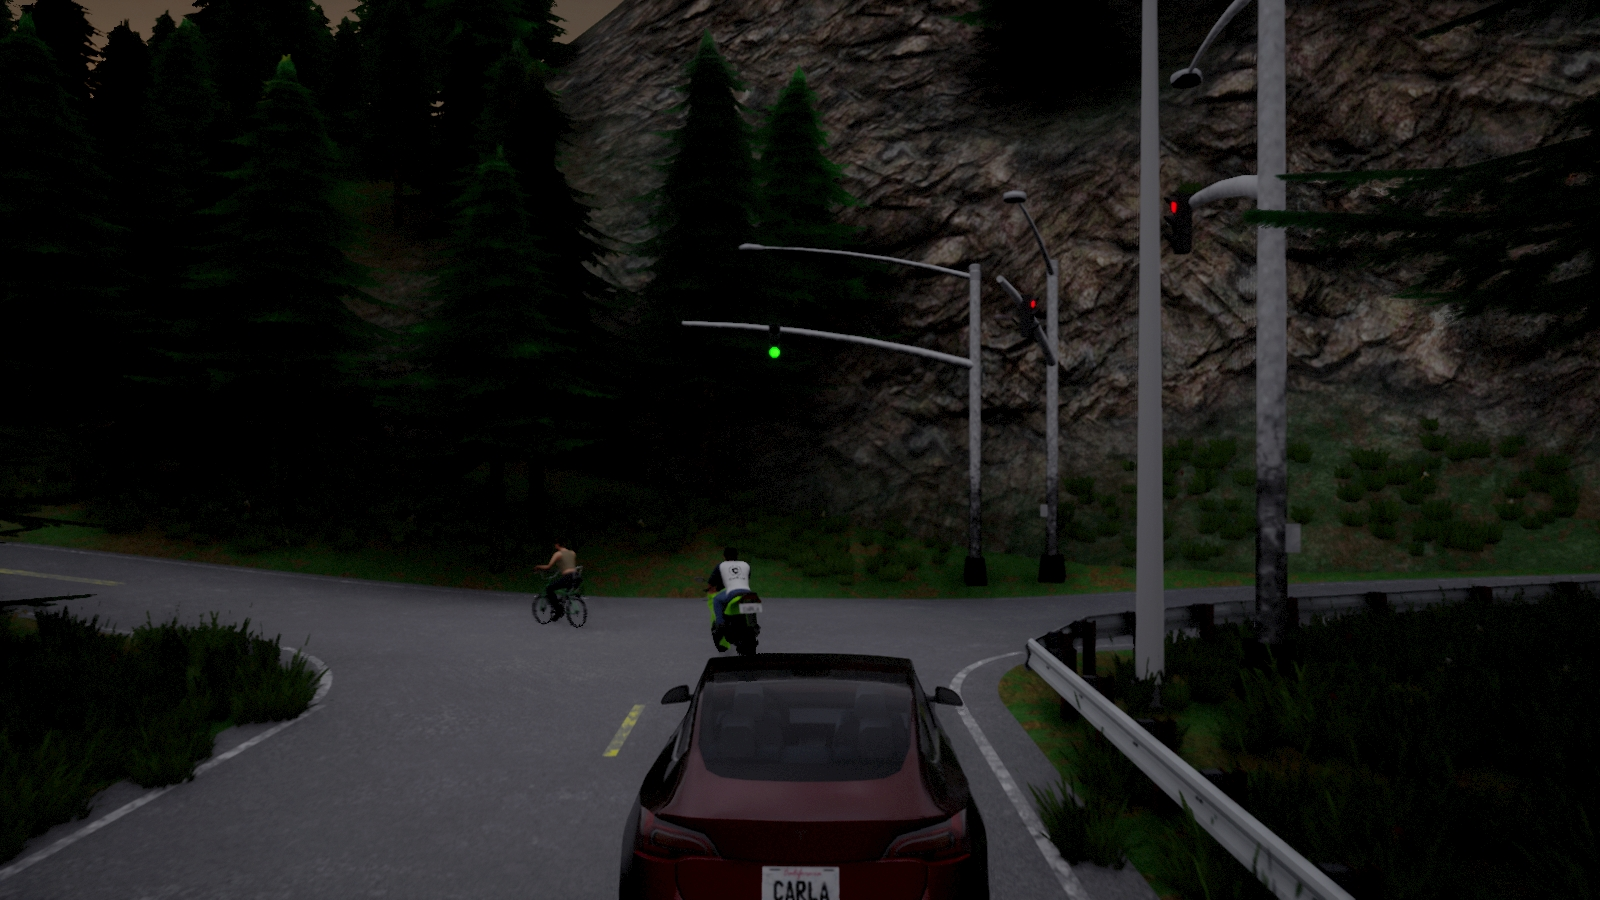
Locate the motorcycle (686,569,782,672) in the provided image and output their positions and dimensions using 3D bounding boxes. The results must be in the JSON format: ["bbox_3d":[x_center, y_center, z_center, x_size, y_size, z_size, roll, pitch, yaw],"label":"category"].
[{"bbox_3d":[-0.925,2.248,15.412,0.803,1.145,2.033,0,-2,-18],"label":"motorcycle"}]

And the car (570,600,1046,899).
[{"bbox_3d":[0.095,2.062,7.592,2.163,1.488,4.792,0,0,2],"label":"car"}]
